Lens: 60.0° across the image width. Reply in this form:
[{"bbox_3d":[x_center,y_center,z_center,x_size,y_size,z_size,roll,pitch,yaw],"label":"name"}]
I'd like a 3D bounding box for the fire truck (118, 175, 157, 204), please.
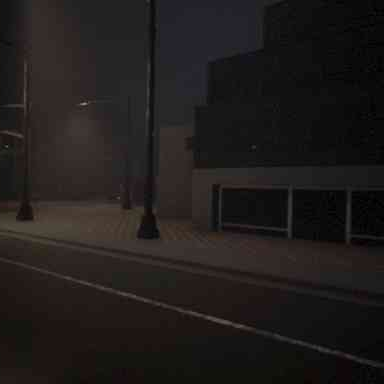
[{"bbox_3d":[-6.102,-0.349,45.966,2.891,3.827,8.468,2,1,36],"label":"fire truck"}]
